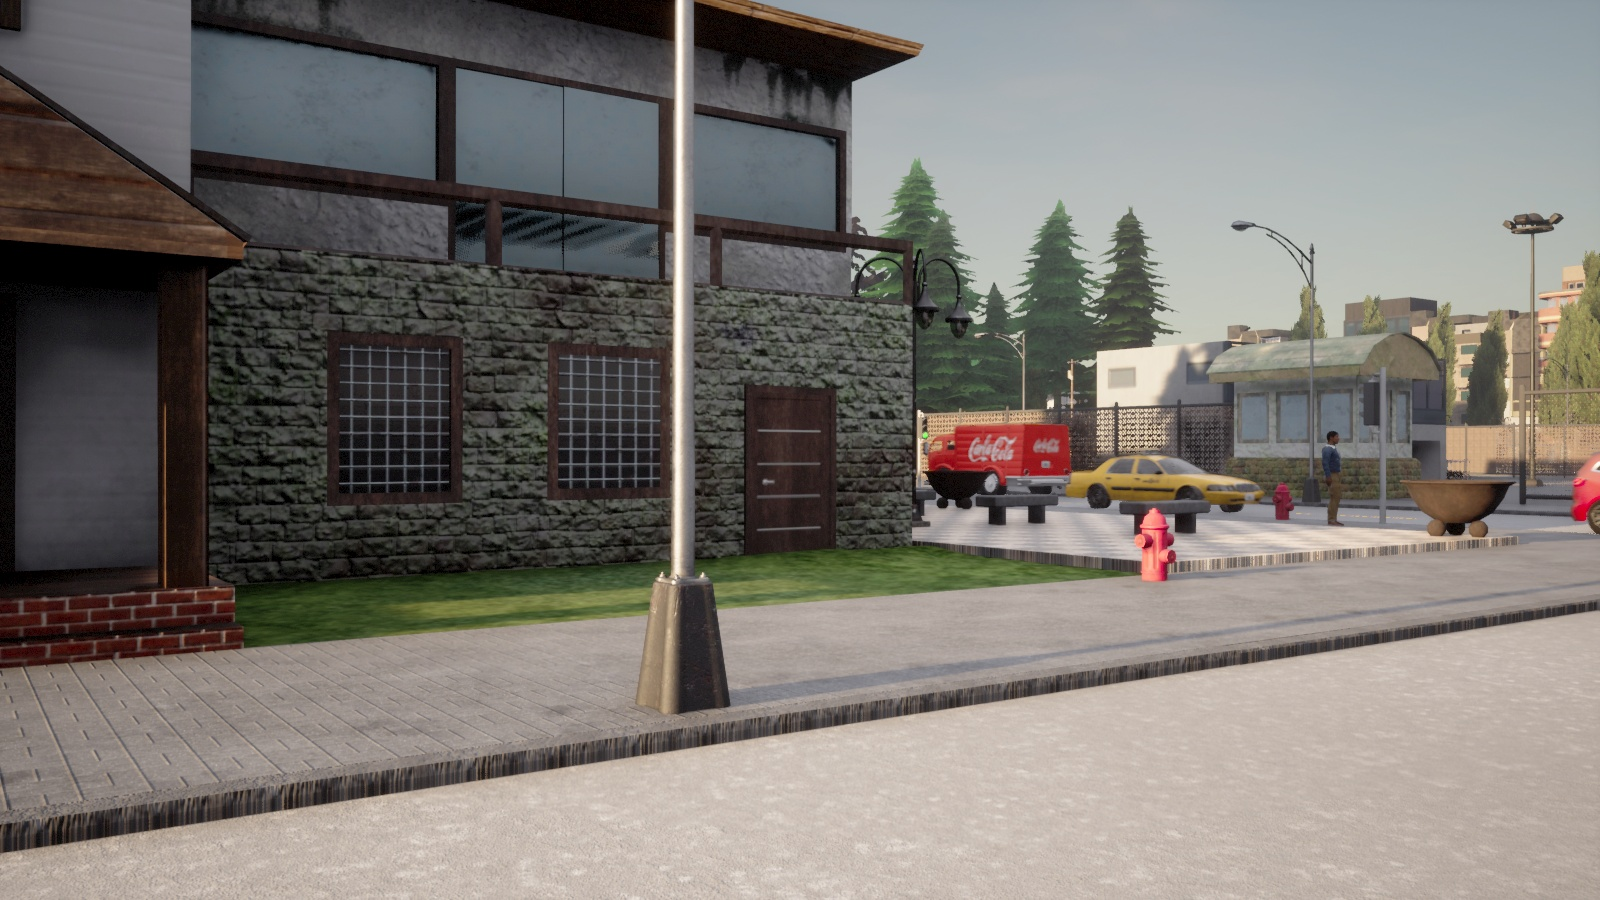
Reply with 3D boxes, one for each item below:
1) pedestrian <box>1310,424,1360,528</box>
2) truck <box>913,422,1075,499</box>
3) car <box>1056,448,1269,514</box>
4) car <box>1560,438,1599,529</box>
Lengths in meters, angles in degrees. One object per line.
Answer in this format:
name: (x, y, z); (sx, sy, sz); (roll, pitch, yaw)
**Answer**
pedestrian: (10.221, 0.487, 24.008); (0.788, 1.949, 0.423); (0, 0, 39)
truck: (6.599, 0.347, 43.281); (2.627, 2.467, 5.204); (0, 0, -35)
car: (9.233, 0.744, 32.489); (1.801, 1.575, 5.366); (0, 0, -35)
car: (16.375, 0.608, 22.101); (2.242, 1.667, 4.611); (0, 0, -33)
